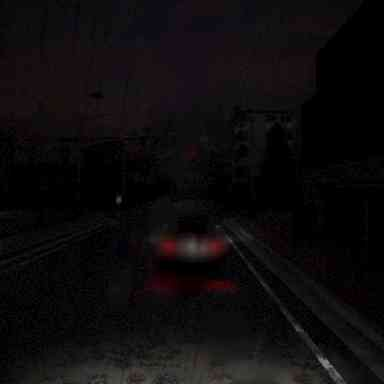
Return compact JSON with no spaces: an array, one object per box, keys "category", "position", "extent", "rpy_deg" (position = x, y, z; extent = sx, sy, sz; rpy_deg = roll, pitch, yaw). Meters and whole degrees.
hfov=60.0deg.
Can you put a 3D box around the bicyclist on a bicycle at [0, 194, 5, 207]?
[{"category":"bicyclist on a bicycle","position":[-22.353,1.041,38.975],"extent":[0.582,1.620,1.656],"rpy_deg":[0,0,0]}]

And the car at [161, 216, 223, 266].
[{"category":"car","position":[0.013,1.523,11.366],"extent":[2.033,1.411,5.357],"rpy_deg":[0,0,0]}]

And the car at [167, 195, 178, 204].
[{"category":"car","position":[-3.569,1.374,60.760],"extent":[1.837,1.490,4.892],"rpy_deg":[0,0,1]}]
